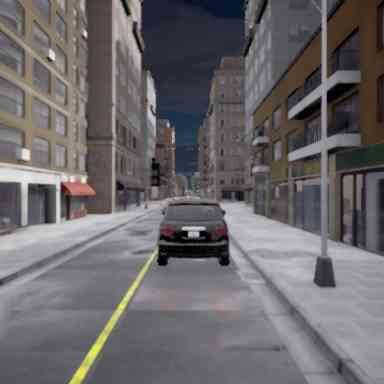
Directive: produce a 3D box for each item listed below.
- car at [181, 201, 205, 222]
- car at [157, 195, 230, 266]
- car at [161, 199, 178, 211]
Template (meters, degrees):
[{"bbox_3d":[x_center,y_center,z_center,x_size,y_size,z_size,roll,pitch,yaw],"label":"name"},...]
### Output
[{"bbox_3d":[0.059,1.544,27.829,1.837,1.490,4.892,0,0,0],"label":"car"},{"bbox_3d":[0.060,1.236,11.791,2.150,2.045,5.566,0,0,0],"label":"car"},{"bbox_3d":[-2.832,1.677,43.667,1.895,1.301,4.718,0,0,0],"label":"car"}]
